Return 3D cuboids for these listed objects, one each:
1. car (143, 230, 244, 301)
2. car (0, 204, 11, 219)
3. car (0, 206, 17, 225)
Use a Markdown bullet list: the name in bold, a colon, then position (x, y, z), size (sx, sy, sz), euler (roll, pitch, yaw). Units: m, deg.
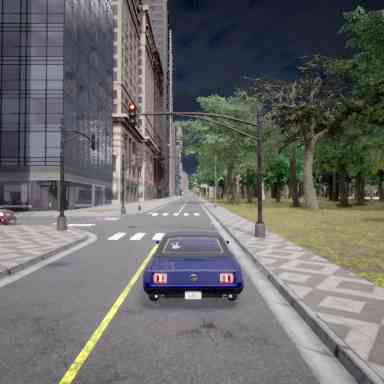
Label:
- **car**: position (0.014, 1.607, 8.311), size (1.895, 1.301, 4.718), euler (0, 0, 0)
- **car**: position (-18.967, 1.725, 29.837), size (4.313, 1.339, 1.947), euler (0, -1, 0)
- **car**: position (-13.514, 1.371, 21.319), size (4.097, 1.590, 1.967), euler (0, -2, -1)
